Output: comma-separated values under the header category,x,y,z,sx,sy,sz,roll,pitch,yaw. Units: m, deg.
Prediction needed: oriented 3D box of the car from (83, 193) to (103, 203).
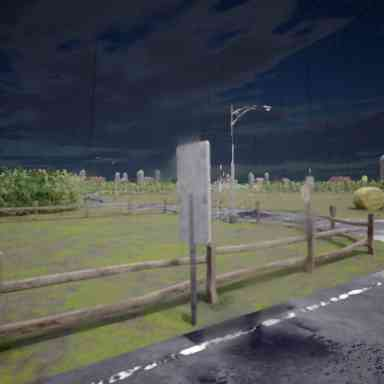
category,x,y,z,sx,sy,sz,roll,pitch,yaw
car,-15.605,0.915,52.206,1.837,1.490,4.892,-2,1,-36
